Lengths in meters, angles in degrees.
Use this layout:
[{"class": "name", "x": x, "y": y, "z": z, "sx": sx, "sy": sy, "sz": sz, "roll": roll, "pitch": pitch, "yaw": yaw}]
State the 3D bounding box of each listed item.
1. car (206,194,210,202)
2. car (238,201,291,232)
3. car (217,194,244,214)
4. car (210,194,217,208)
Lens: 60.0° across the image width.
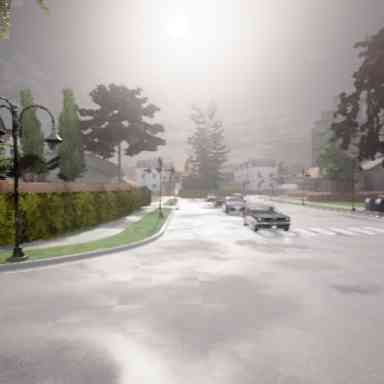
[{"class": "car", "x": 3.348, "y": 1.018, "z": 57.137, "sx": 2.033, "sy": 1.411, "sz": 5.357, "roll": -1, "pitch": 1, "yaw": -1}, {"class": "car", "x": 4.078, "y": 1.432, "z": 18.919, "sx": 1.895, "sy": 1.301, "sz": 4.718, "roll": -1, "pitch": 1, "yaw": -1}, {"class": "car", "x": 3.839, "y": 1.209, "z": 31.006, "sx": 2.128, "sy": 1.511, "sz": 4.902, "roll": -1, "pitch": 0, "yaw": -1}, {"class": "car", "x": 3.655, "y": 1.220, "z": 41.370, "sx": 1.895, "sy": 1.301, "sz": 4.718, "roll": -1, "pitch": 1, "yaw": -1}]
